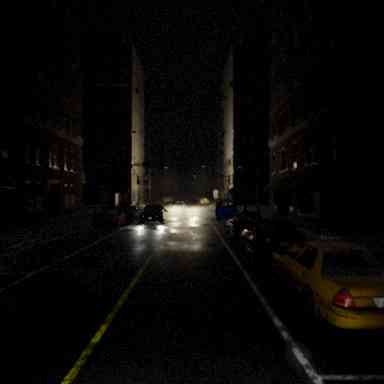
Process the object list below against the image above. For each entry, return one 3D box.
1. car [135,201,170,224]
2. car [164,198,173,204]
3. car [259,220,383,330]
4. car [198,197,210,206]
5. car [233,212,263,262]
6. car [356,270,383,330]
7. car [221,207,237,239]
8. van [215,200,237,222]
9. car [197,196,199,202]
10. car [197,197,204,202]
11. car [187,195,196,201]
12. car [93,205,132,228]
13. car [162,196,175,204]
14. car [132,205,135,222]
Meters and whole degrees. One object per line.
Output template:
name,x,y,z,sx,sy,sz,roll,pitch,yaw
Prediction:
car,-3.048,1.710,26.615,1.837,1.490,4.892,0,-1,0
car,-6.009,2.178,84.389,2.008,1.369,4.403,0,0,-1
car,2.863,1.580,7.108,1.752,1.417,4.829,0,0,0
car,2.723,2.037,68.089,1.752,1.417,4.829,0,0,-1
car,2.869,1.660,12.386,1.947,1.339,4.313,0,0,0
car,2.857,1.563,1.489,2.008,1.369,4.403,0,0,0
car,2.875,1.702,17.834,1.947,1.339,4.313,0,0,0
van,2.886,1.560,28.732,1.690,1.788,3.998,0,0,0
car,2.655,1.990,73.445,1.967,1.590,4.097,0,0,-1
car,2.377,2.253,95.546,2.008,1.369,4.403,0,0,-1
car,-0.440,2.099,92.418,1.812,1.442,4.674,0,0,-1
car,-5.644,1.759,23.279,1.802,1.307,4.206,0,0,0
car,-5.940,1.904,78.865,2.192,1.841,5.009,0,0,-1
car,-5.638,1.784,28.731,1.947,1.339,4.313,0,0,0
